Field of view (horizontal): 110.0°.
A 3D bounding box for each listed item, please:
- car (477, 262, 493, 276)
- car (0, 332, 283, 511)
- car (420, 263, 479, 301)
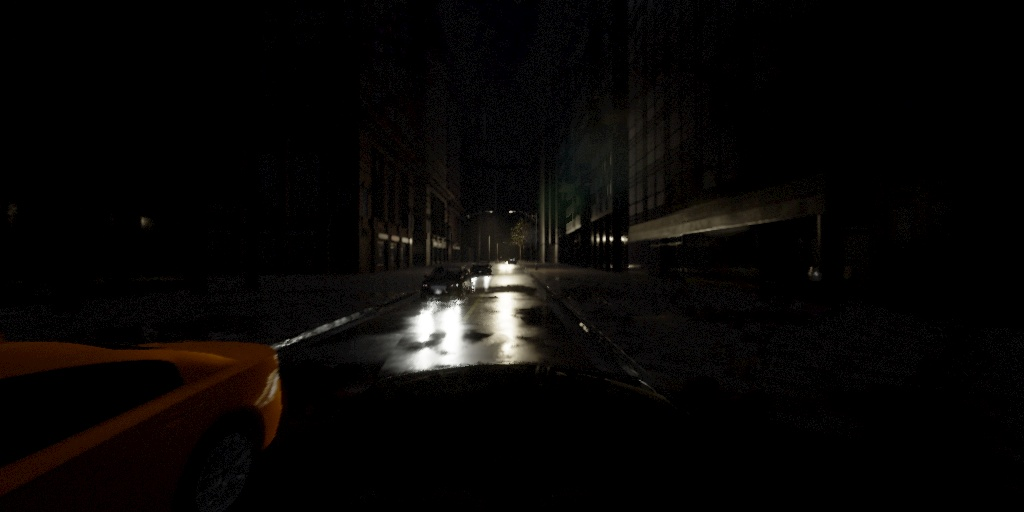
[{"bbox_3d":[-2.999,1.304,36.142,1.994,1.385,4.181,0,0,1],"label":"car"},{"bbox_3d":[-3.100,1.226,1.295,1.882,1.535,5.008,0,0,0],"label":"car"},{"bbox_3d":[-3.057,1.237,17.337,2.128,1.511,4.902,0,0,0],"label":"car"}]
